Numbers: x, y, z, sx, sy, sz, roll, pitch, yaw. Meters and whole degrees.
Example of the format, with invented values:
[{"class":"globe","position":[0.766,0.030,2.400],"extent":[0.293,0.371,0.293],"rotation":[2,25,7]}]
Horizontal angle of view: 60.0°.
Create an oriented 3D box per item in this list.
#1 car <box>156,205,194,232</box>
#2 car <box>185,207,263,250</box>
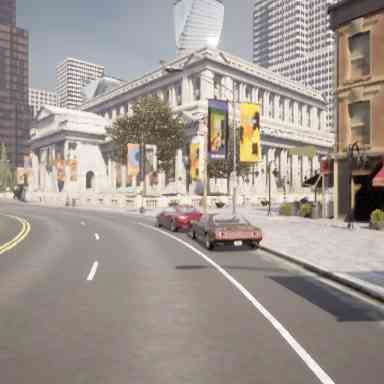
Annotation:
[{"class":"car","position":[-0.699,1.467,19.440],"extent":[2.002,1.452,4.674],"rotation":[0,0,-22]},{"class":"car","position":[1.195,1.541,14.031],"extent":[1.895,1.301,4.718],"rotation":[0,0,-12]}]
